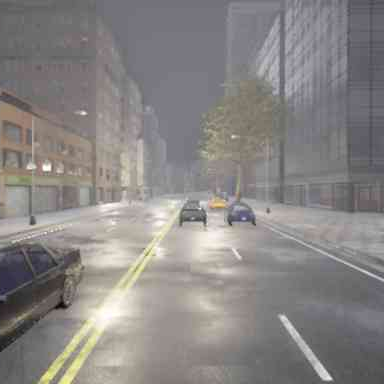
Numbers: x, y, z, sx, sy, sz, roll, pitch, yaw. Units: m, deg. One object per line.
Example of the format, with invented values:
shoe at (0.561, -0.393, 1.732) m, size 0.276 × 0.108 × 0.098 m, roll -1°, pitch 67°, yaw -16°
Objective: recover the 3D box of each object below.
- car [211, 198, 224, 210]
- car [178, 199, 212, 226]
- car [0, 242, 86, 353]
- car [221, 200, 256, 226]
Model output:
car at (3.339, 1.467, 43.569) m, size 1.882 × 1.535 × 5.008 m, roll 0°, pitch 0°, yaw 0°
car at (0.064, 1.493, 23.527) m, size 2.128 × 1.511 × 4.902 m, roll 0°, pitch 0°, yaw 0°
car at (-3.292, 1.549, 5.142) m, size 2.033 × 1.411 × 5.357 m, roll 0°, pitch 0°, yaw 1°
car at (3.312, 1.525, 23.480) m, size 1.812 × 1.442 × 4.674 m, roll 0°, pitch 0°, yaw 0°
